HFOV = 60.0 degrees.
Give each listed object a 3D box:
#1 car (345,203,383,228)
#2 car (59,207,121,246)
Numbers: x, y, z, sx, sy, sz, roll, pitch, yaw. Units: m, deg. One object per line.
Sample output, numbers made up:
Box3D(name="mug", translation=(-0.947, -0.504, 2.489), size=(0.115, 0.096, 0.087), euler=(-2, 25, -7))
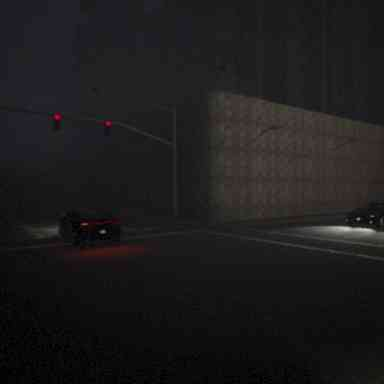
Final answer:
Box3D(name="car", translation=(11.411, 1.391, 20.718), size=(4.181, 1.385, 1.994), euler=(-1, 0, -35))
Box3D(name="car", translation=(-4.847, 1.433, 15.462), size=(1.882, 1.535, 5.008), euler=(0, 0, -31))
